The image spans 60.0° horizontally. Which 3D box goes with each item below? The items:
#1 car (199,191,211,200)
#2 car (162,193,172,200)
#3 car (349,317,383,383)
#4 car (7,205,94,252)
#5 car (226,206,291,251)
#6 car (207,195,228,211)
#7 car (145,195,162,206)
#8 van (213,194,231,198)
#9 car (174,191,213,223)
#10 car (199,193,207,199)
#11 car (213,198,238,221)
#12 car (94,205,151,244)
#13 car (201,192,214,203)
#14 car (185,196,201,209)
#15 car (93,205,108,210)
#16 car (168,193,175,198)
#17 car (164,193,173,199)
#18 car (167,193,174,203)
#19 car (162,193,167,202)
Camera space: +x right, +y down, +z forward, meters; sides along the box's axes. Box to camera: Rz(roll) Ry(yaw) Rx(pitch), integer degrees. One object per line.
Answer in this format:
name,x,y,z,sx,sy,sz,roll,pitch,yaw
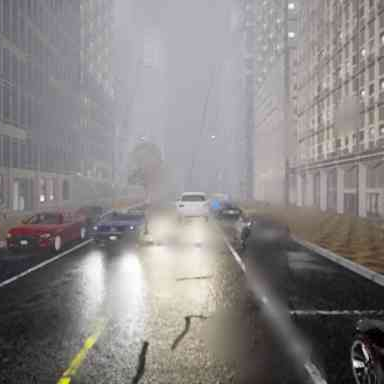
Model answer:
car,2.705,0.775,70.415,2.192,1.841,5.009,0,0,0
car,-5.676,0.963,76.121,2.008,1.369,4.403,0,0,0
car,2.693,1.550,2.111,1.947,1.339,4.313,0,0,0
car,-5.686,1.449,13.505,1.887,1.381,4.507,0,0,0
car,2.695,1.470,13.495,1.947,1.339,4.313,0,0,0
car,2.699,1.175,36.263,1.967,1.590,4.097,0,0,0
car,-5.681,1.172,47.489,1.752,1.417,4.829,0,0,0
van,2.698,1.120,30.572,1.690,1.788,3.998,0,0,0
car,0.103,1.050,24.010,2.150,2.045,5.566,0,1,0
car,2.705,0.887,81.969,1.752,1.417,4.829,0,0,0
car,2.697,1.387,24.879,1.947,1.339,4.313,0,0,0
car,-3.098,1.492,15.304,1.895,1.301,4.718,0,0,0
car,2.703,0.868,59.030,2.192,1.841,5.009,0,0,0
car,0.109,1.221,41.349,1.812,1.442,4.674,0,1,0
car,-5.685,1.429,19.197,1.947,1.339,4.313,0,0,0
car,-5.673,0.846,93.196,1.802,1.307,4.206,0,1,0
car,-5.676,0.929,81.814,1.947,1.339,4.313,0,0,0
car,-3.051,0.931,55.896,2.097,1.767,4.553,0,0,0
car,-5.680,1.150,53.353,2.008,1.369,4.403,0,0,0
